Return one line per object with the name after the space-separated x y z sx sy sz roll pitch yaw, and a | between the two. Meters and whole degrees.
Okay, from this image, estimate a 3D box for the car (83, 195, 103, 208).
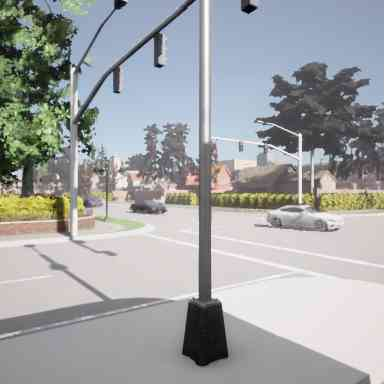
-14.520 1.352 48.158 2.097 1.767 4.553 0 0 -36 | car

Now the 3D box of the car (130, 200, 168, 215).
-4.603 1.547 34.445 2.033 1.411 5.357 0 0 -36 | car

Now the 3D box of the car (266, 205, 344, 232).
6.723 1.525 20.186 1.812 1.442 4.674 0 0 -44 | car
